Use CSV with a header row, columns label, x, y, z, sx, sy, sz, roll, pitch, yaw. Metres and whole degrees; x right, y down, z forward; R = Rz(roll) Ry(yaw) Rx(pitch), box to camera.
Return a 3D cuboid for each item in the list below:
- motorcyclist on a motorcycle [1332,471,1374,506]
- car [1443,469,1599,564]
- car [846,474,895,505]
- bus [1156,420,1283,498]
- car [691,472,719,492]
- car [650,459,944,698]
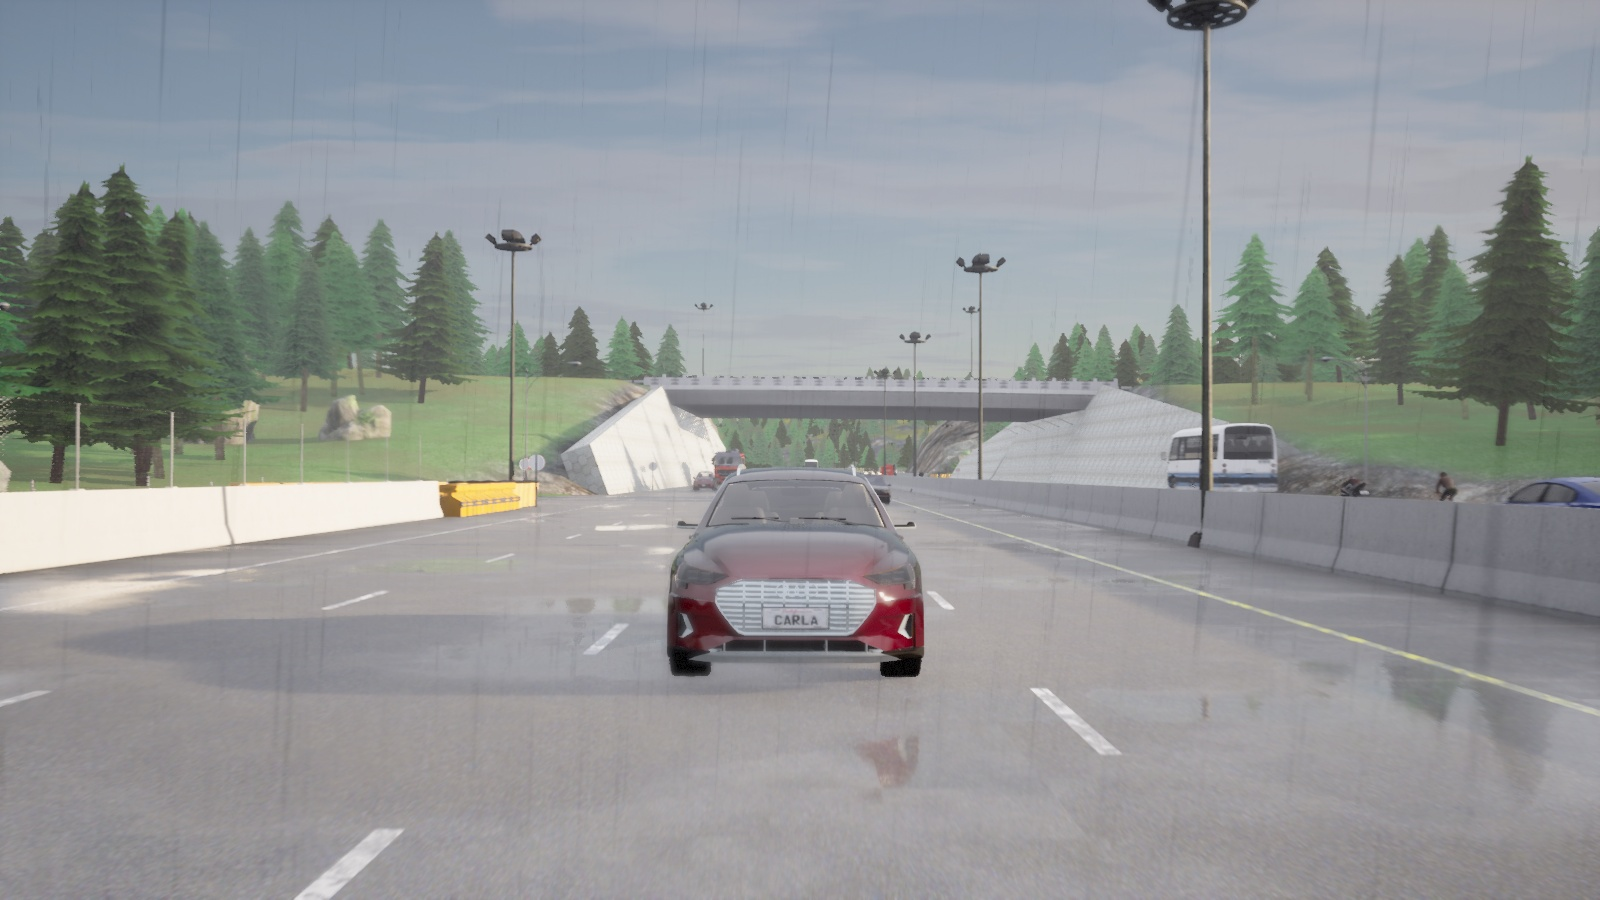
label,x,y,z,sx,sy,sz,roll,pitch,yaw
motorcyclist on a motorcycle,24.366,1.680,55.403,0.866,1.530,2.191,0,-1,0
car,13.944,1.119,22.859,1.882,1.535,5.008,0,-1,0
car,3.354,1.860,60.438,2.033,1.411,5.357,0,-1,0
bus,24.316,0.573,73.604,3.944,4.253,10.273,0,-1,0
car,-7.233,2.466,96.135,1.845,1.501,3.633,0,-1,0
car,-0.027,0.931,11.143,2.033,1.649,4.856,0,-1,0
